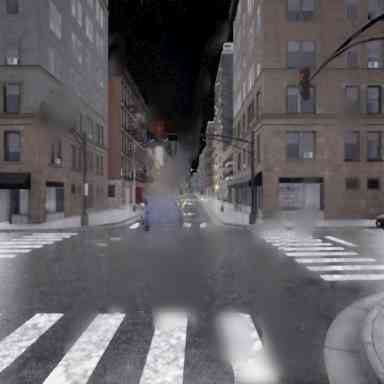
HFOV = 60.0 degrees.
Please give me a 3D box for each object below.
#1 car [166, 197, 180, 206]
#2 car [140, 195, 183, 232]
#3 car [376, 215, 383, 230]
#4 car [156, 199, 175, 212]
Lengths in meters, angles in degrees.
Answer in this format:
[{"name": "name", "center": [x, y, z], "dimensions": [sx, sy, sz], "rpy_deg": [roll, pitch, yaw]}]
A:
[{"name": "car", "center": [-2.962, 1.481, 53.150], "dimensions": [1.994, 1.385, 4.181], "rpy_deg": [0, 0, 1]}, {"name": "car", "center": [-2.103, 1.228, 21.075], "dimensions": [2.150, 2.045, 5.566], "rpy_deg": [0, 1, -13]}, {"name": "car", "center": [12.174, 1.429, 17.634], "dimensions": [4.507, 1.381, 1.887], "rpy_deg": [-1, 0, 1]}, {"name": "car", "center": [-3.011, 1.555, 38.985], "dimensions": [1.895, 1.301, 4.718], "rpy_deg": [0, 0, 0]}]
